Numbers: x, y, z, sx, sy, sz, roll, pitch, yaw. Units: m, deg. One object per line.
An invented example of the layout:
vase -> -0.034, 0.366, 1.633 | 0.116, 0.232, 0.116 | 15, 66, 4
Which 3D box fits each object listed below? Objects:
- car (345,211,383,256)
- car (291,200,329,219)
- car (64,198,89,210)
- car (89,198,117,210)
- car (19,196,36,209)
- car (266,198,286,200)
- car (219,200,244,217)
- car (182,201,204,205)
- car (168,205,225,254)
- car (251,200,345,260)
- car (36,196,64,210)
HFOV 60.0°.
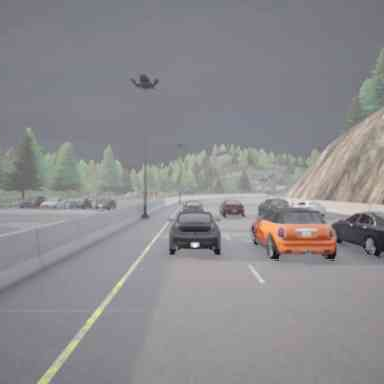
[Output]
car -> 7.100, 1.492, 12.939 | 1.837, 1.490, 4.892 | 0, 0, 0
car -> 10.585, 1.497, 30.166 | 1.812, 1.442, 4.674 | 0, 0, 0
car -> -14.060, 1.485, 42.137 | 1.812, 1.442, 4.674 | 0, 0, 0
car -> -10.566, 1.452, 40.981 | 2.128, 1.511, 4.902 | 0, 0, 0
car -> -21.037, 1.309, 44.331 | 2.097, 1.767, 4.553 | 0, 0, 1
car -> 7.100, 1.324, 28.843 | 2.097, 1.767, 4.553 | 0, 0, 0
car -> 3.599, 1.448, 30.690 | 1.882, 1.535, 5.008 | 0, 0, 0
car -> 0.085, 1.497, 30.182 | 1.812, 1.442, 4.674 | 0, 0, 0
car -> 0.100, 1.492, 13.393 | 1.837, 1.490, 4.892 | 0, 0, 0
car -> 3.599, 1.340, 12.568 | 2.097, 1.767, 4.553 | 0, 0, 0
car -> -17.559, 1.485, 42.275 | 1.812, 1.442, 4.674 | 0, 0, 1
